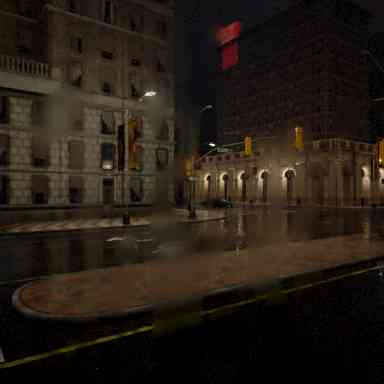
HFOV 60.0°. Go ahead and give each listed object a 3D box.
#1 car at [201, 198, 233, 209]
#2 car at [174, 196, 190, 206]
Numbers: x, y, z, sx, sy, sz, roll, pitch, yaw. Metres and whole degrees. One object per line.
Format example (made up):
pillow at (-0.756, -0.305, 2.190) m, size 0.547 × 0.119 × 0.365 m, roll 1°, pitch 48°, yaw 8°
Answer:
car at (3.439, 1.547, 46.936) m, size 2.033 × 1.411 × 5.357 m, roll 0°, pitch 0°, yaw -36°
car at (-2.131, 1.526, 54.791) m, size 1.812 × 1.442 × 4.674 m, roll 0°, pitch 0°, yaw -35°
